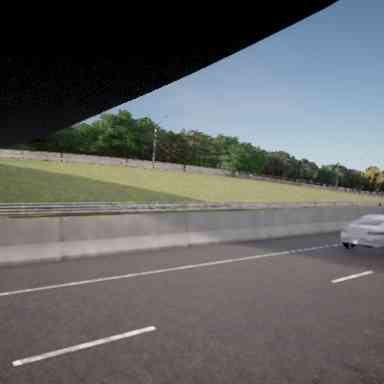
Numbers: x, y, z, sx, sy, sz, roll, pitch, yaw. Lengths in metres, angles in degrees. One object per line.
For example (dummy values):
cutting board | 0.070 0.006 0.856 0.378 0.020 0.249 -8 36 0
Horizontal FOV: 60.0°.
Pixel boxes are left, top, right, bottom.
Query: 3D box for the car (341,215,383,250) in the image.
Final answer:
car | 8.068 1.673 13.913 4.674 1.442 1.812 1 0 -35
